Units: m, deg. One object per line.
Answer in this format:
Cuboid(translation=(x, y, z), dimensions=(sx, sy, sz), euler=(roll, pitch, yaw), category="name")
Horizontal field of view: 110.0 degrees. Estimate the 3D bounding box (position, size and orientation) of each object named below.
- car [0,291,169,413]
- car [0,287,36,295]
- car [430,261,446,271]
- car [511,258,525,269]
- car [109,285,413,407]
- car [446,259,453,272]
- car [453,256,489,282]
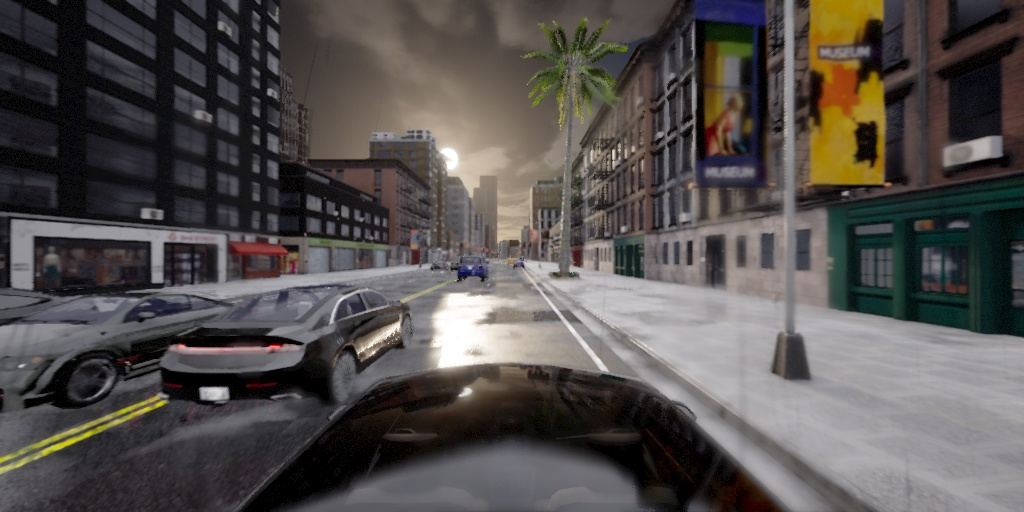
Cuboid(translation=(-6.598, 1.316, 6.033), dimensions=(1.994, 1.385, 4.181), euler=(0, 0, 0), category="car")
Cuboid(translation=(-9.848, 1.278, 5.911), dimensions=(1.812, 1.442, 4.674), euler=(0, 0, 0), category="car")
Cuboid(translation=(-9.808, 1.347, 48.843), dimensions=(1.994, 1.385, 4.181), euler=(0, 0, 0), category="car")
Cuboid(translation=(1.147, 1.314, 58.444), dimensions=(1.812, 1.442, 4.674), euler=(0, 0, 0), category="car")
Cuboid(translation=(-3.149, 1.244, 6.223), dimensions=(2.128, 1.511, 4.902), euler=(0, 0, 0), category="car")
Cuboid(translation=(-6.576, 1.002, 46.224), dimensions=(2.150, 2.045, 5.566), euler=(0, 0, 0), category="car")
Cuboid(translation=(-3.144, 0.989, 29.533), dimensions=(2.150, 2.045, 5.566), euler=(0, 0, 0), category="car")
